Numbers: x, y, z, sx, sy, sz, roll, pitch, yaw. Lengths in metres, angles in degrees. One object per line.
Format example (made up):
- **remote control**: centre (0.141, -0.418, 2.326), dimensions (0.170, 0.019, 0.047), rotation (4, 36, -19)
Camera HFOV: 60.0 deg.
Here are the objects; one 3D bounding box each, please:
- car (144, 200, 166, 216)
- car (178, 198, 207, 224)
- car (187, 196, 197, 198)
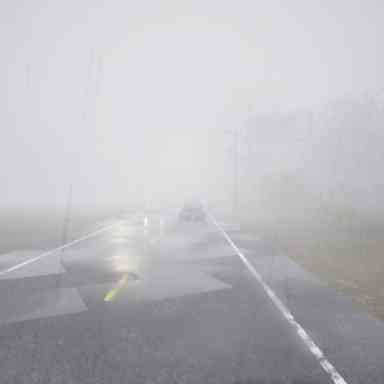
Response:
- **car**: centre (-3.562, 1.515, 32.921), dimensions (1.812, 1.442, 4.674), rotation (0, 0, 0)
- **car**: centre (0.033, 1.484, 24.269), dimensions (2.128, 1.511, 4.902), rotation (0, 0, 0)
- **car**: centre (0.053, 1.338, 43.771), dimensions (2.097, 1.767, 4.553), rotation (0, 0, 0)
